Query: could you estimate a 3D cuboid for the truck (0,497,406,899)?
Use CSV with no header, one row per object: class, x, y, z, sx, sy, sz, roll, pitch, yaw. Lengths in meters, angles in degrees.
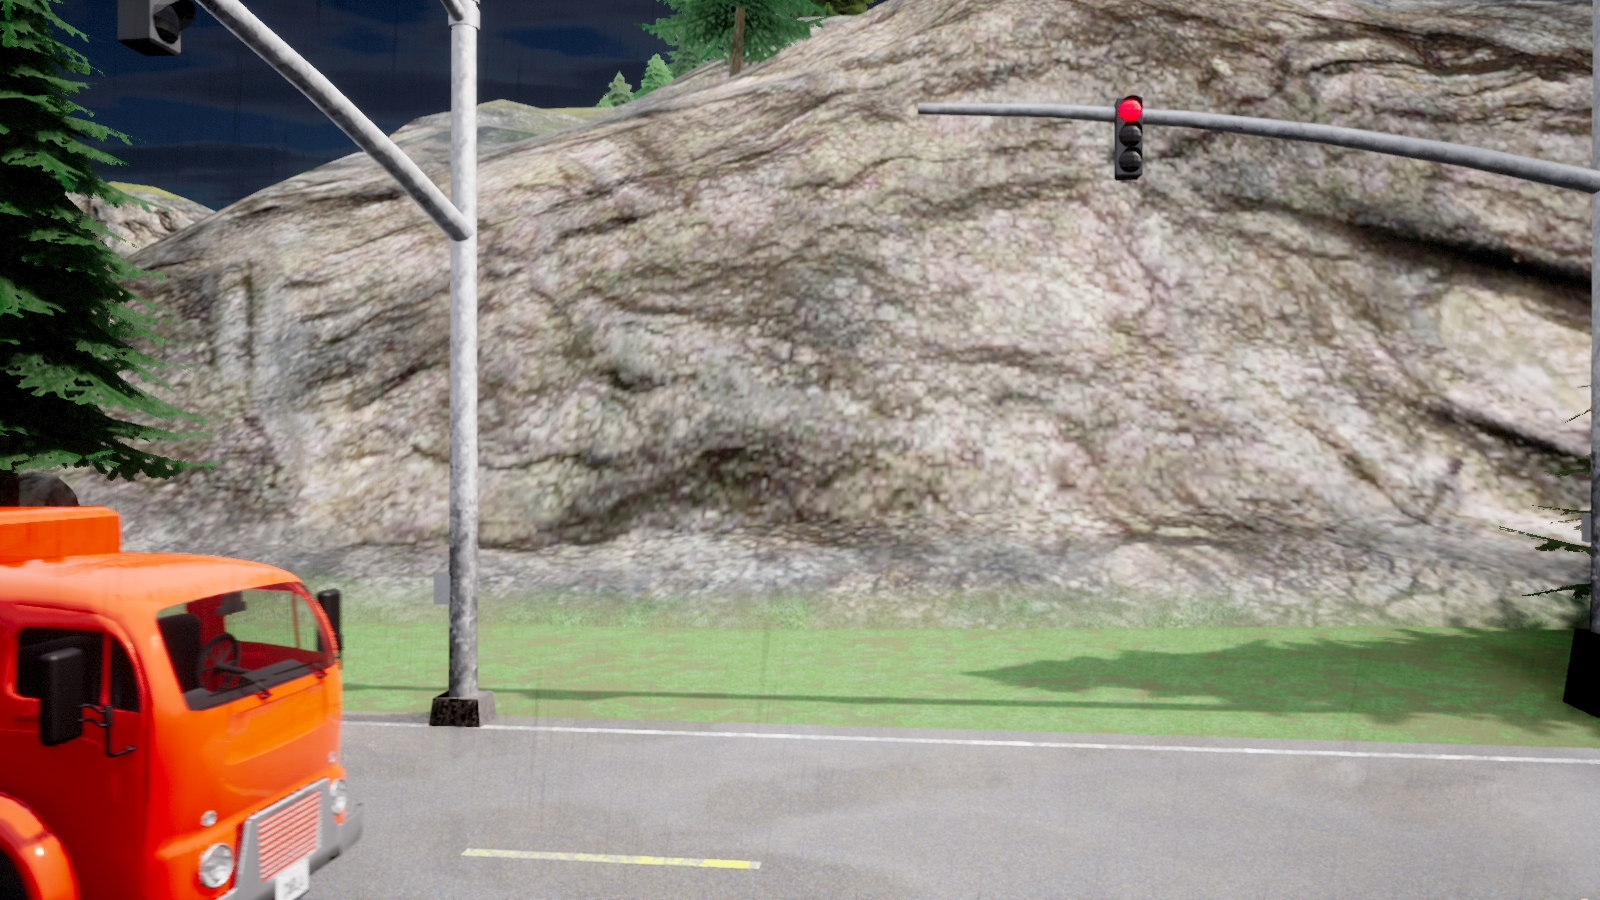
truck,-5.373,1.566,6.615,5.204,2.467,2.627,-1,0,7
